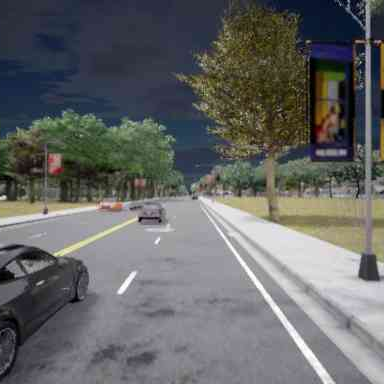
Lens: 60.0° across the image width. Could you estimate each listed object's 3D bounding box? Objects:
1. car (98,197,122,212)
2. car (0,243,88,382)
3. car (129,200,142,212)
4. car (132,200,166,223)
[{"bbox_3d":[-9.822,1.477,40.079,2.097,1.767,4.553,0,0,0],"label":"car"},{"bbox_3d":[-3.149,1.542,5.280,1.812,1.442,4.674,0,0,0],"label":"car"},{"bbox_3d":[-6.573,1.696,41.465,1.994,1.385,4.181,0,0,0],"label":"car"},{"bbox_3d":[-3.143,1.629,26.744,2.033,1.411,5.357,0,0,0],"label":"car"}]
